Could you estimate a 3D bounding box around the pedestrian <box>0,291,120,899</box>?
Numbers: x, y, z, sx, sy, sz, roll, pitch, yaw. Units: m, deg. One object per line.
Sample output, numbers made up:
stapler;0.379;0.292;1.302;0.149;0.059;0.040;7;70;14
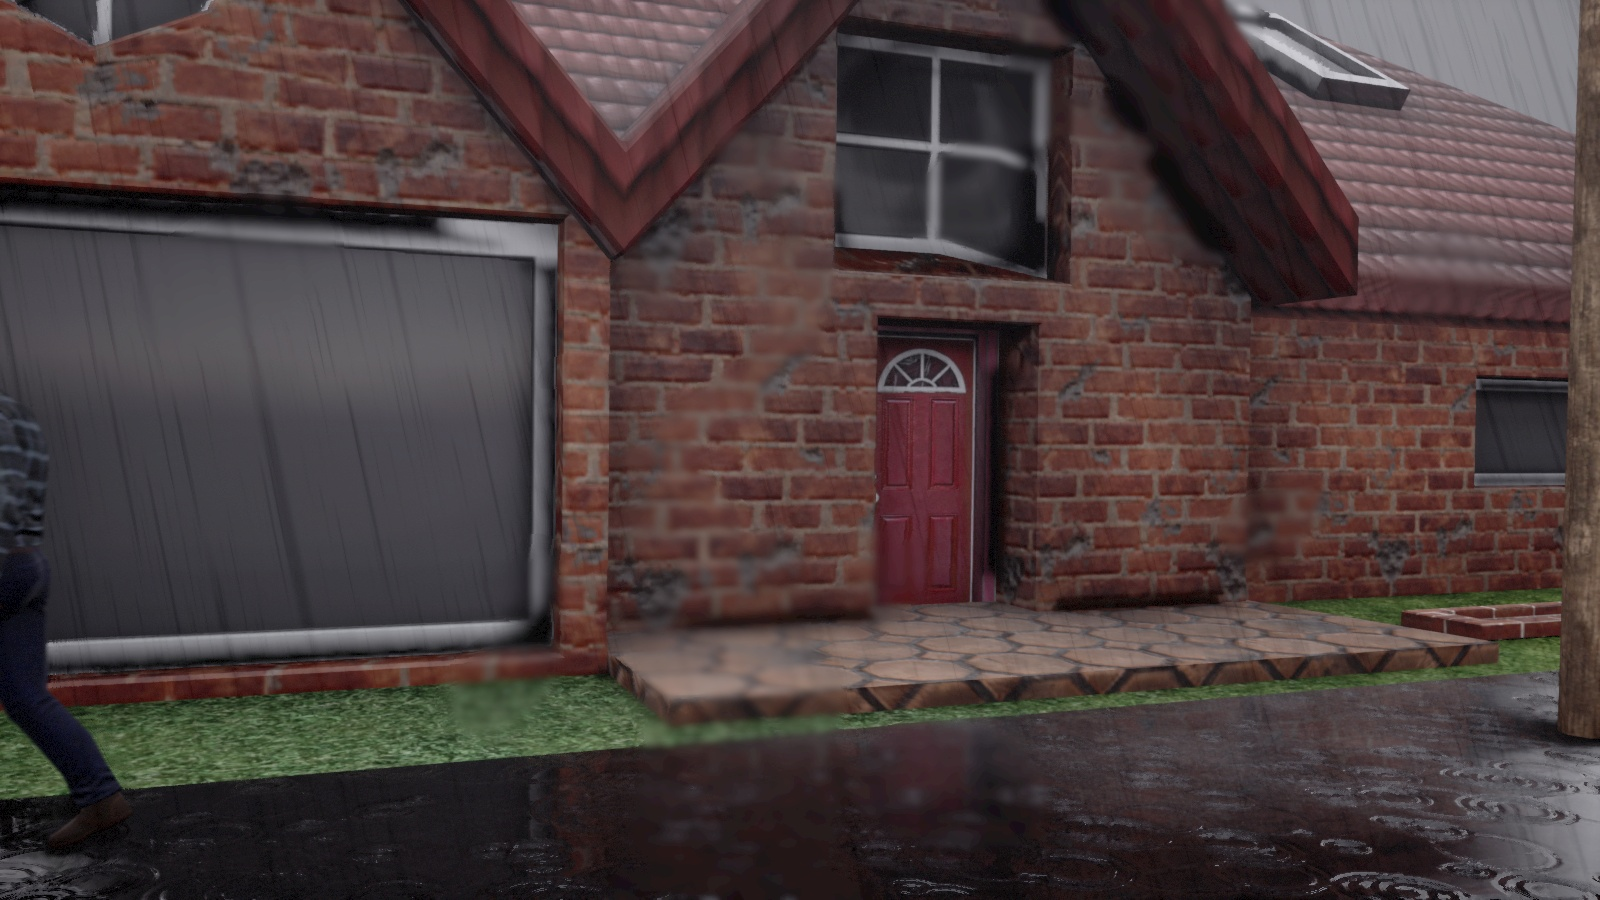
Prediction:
pedestrian;-2.760;0.470;4.154;0.788;1.949;0.423;-1;1;-15
